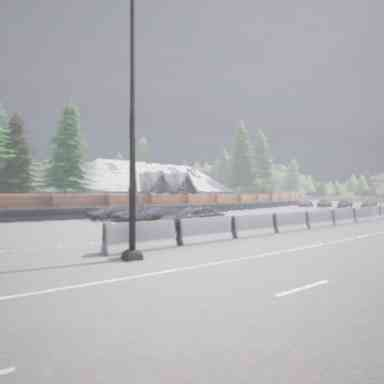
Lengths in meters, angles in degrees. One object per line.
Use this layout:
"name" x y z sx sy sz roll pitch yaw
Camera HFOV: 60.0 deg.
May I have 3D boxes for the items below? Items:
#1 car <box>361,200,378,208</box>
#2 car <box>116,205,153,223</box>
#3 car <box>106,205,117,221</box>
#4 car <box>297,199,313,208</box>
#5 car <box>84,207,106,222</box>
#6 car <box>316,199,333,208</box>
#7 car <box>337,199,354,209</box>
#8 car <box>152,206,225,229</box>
"car" 28.630 2.034 53.482 1.994 1.385 4.181 0 -1 35
"car" -2.447 1.793 24.332 5.357 1.411 2.033 0 -1 -40
"car" -3.998 1.828 27.599 5.357 1.411 2.033 0 -1 -40
"car" 20.755 2.077 60.584 1.812 1.442 4.674 0 -1 34
"car" -6.783 1.854 29.822 5.357 1.411 2.033 0 -1 -40
"car" 23.004 2.022 57.673 1.837 1.490 4.892 0 0 35
"car" 25.331 1.996 54.875 1.837 1.490 4.892 0 0 35
"car" 0.107 1.723 21.959 4.892 1.490 1.837 0 -1 -40
